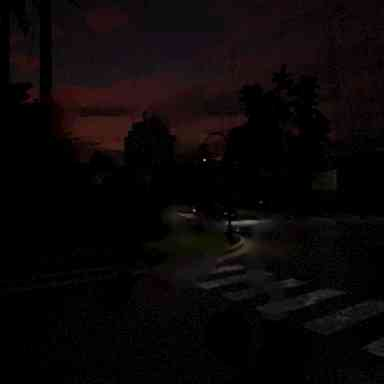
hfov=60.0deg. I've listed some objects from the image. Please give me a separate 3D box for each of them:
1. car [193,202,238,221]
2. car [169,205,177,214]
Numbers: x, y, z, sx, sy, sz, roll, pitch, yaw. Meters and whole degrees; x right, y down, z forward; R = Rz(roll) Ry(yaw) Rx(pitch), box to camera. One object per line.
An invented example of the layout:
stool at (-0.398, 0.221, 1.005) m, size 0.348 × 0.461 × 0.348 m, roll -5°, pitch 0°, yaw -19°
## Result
car at (2.044, 1.683, 29.773) m, size 1.837 × 1.490 × 4.892 m, roll 0°, pitch 0°, yaw -36°
car at (-3.566, 1.704, 37.587) m, size 1.812 × 1.442 × 4.674 m, roll 0°, pitch 0°, yaw -36°
